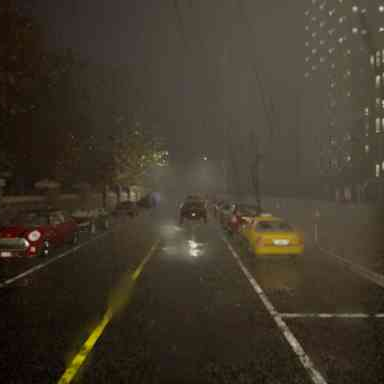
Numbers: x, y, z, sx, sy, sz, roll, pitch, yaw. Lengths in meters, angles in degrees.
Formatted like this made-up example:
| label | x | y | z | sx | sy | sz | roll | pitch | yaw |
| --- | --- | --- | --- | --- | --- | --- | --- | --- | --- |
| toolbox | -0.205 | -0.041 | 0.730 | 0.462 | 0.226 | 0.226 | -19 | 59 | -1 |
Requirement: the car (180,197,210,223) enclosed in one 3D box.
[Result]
| label | x | y | z | sx | sy | sz | roll | pitch | yaw |
| --- | --- | --- | --- | --- | --- | --- | --- | --- | --- |
| car | 0.105 | 1.370 | 24.801 | 1.882 | 1.535 | 5.008 | 0 | 0 | 0 |

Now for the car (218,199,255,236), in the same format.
| label | x | y | z | sx | sy | sz | roll | pitch | yaw |
| --- | --- | --- | --- | --- | --- | --- | --- | --- | --- |
| car | 2.691 | 1.358 | 17.807 | 1.967 | 1.590 | 4.097 | 0 | 0 | 0 |

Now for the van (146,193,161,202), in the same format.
| label | x | y | z | sx | sy | sz | roll | pitch | yaw |
| --- | --- | --- | --- | --- | --- | --- | --- | --- | --- |
| van | -5.685 | 1.159 | 45.968 | 1.690 | 1.788 | 3.998 | 0 | 0 | 0 |

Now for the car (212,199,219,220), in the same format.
| label | x | y | z | sx | sy | sz | roll | pitch | yaw |
| --- | --- | --- | --- | --- | --- | --- | --- | --- | --- |
| car | 2.692 | 1.441 | 23.438 | 1.887 | 1.381 | 4.507 | 0 | 0 | 0 |

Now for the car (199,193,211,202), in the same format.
| label | x | y | z | sx | sy | sz | roll | pitch | yaw |
| --- | --- | --- | --- | --- | --- | --- | --- | --- | --- |
| car | 2.698 | 1.064 | 68.497 | 2.192 | 1.841 | 5.009 | 0 | 0 | 0 |

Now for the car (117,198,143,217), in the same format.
| label | x | y | z | sx | sy | sz | roll | pitch | yaw |
| --- | --- | --- | --- | --- | --- | --- | --- | --- | --- |
| car | -5.687 | 1.458 | 29.072 | 1.802 | 1.307 | 4.206 | 0 | 0 | 0 |

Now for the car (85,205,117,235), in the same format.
| label | x | y | z | sx | sy | sz | roll | pitch | yaw |
| --- | --- | --- | --- | --- | --- | --- | --- | --- | --- |
| car | -5.688 | 1.468 | 17.808 | 2.008 | 1.369 | 4.403 | 0 | 0 | 0 |

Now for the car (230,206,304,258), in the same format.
| label | x | y | z | sx | sy | sz | roll | pitch | yaw |
| --- | --- | --- | --- | --- | --- | --- | --- | --- | --- |
| car | 2.691 | 1.467 | 12.345 | 1.752 | 1.417 | 4.829 | 0 | 0 | 0 |

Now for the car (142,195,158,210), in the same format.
| label | x | y | z | sx | sy | sz | roll | pitch | yaw |
| --- | --- | --- | --- | --- | --- | --- | --- | --- | --- |
| car | -5.686 | 1.403 | 40.337 | 1.947 | 1.339 | 4.313 | 0 | 0 | 0 |

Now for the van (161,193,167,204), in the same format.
| label | x | y | z | sx | sy | sz | roll | pitch | yaw |
| --- | --- | --- | --- | --- | --- | --- | --- | --- | --- |
| van | -5.683 | 1.122 | 57.233 | 1.690 | 1.788 | 3.998 | 0 | 0 | 0 |

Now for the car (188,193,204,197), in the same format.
| label | x | y | z | sx | sy | sz | roll | pitch | yaw |
| --- | --- | --- | --- | --- | --- | --- | --- | --- | --- |
| car | 0.106 | 1.186 | 41.294 | 2.097 | 1.767 | 4.553 | 0 | 0 | 0 |

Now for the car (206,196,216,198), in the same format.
| label | x | y | z | sx | sy | sz | roll | pitch | yaw |
| --- | --- | --- | --- | --- | --- | --- | --- | --- | --- |
| car | 2.694 | 1.402 | 34.703 | 1.887 | 1.381 | 4.507 | 0 | 0 | 0 |

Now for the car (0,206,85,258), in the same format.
| label | x | y | z | sx | sy | sz | roll | pitch | yaw |
| --- | --- | --- | --- | --- | --- | --- | --- | --- | --- |
| car | -5.689 | 1.382 | 12.176 | 1.967 | 1.590 | 4.097 | 0 | 0 | 0 |

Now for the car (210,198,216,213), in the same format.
| label | x | y | z | sx | sy | sz | roll | pitch | yaw |
| --- | --- | --- | --- | --- | --- | --- | --- | --- | --- |
| car | 2.693 | 1.443 | 29.070 | 1.947 | 1.339 | 4.313 | 0 | 0 | 0 |

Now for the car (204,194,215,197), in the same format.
| label | x | y | z | sx | sy | sz | roll | pitch | yaw |
| --- | --- | --- | --- | --- | --- | --- | --- | --- | --- |
| car | 2.696 | 1.343 | 46.137 | 1.752 | 1.417 | 4.829 | 0 | 0 | 0 |
